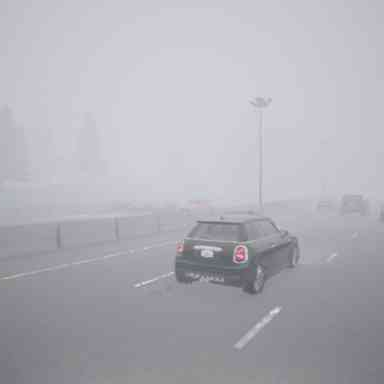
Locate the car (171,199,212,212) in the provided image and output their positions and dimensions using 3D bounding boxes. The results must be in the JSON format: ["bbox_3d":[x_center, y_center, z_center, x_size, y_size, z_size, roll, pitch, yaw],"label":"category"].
[{"bbox_3d":[0.288,1.502,34.334,2.097,1.767,4.553,0,0,32],"label":"car"}]

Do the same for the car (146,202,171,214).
[{"bbox_3d":[-2.648,1.733,36.238,1.994,1.385,4.181,0,0,32],"label":"car"}]

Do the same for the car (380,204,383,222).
[{"bbox_3d":[16.201,1.399,26.429,2.097,1.767,4.553,0,0,31],"label":"car"}]

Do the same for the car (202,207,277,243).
[{"bbox_3d":[2.767,1.665,18.062,2.033,1.411,5.357,0,0,32],"label":"car"}]

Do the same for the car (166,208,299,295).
[{"bbox_3d":[1.470,1.430,9.343,2.097,1.767,4.553,0,0,32],"label":"car"}]

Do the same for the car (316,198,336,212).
[{"bbox_3d":[16.161,1.496,39.626,1.837,1.490,4.892,0,0,32],"label":"car"}]

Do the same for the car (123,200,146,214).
[{"bbox_3d":[-5.339,1.786,38.542,1.895,1.301,4.718,0,0,32],"label":"car"}]

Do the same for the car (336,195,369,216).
[{"bbox_3d":[16.131,1.252,32.946,2.150,2.045,5.566,0,1,32],"label":"car"}]

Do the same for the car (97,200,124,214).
[{"bbox_3d":[-8.980,1.700,39.314,2.128,1.511,4.902,0,0,32],"label":"car"}]
